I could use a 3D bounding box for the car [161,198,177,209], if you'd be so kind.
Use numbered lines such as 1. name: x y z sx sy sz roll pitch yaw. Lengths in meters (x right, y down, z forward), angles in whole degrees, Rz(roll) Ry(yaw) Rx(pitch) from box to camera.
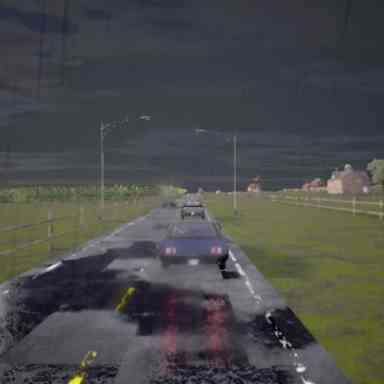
1. car: -2.835 1.463 42.574 1.895 1.301 4.718 0 0 0

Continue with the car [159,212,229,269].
1. car: 0.063 1.564 11.008 1.895 1.301 4.718 0 0 0

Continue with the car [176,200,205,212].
1. car: 0.078 1.403 27.467 2.128 1.511 4.902 0 0 0
